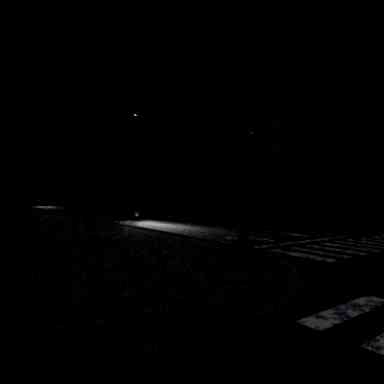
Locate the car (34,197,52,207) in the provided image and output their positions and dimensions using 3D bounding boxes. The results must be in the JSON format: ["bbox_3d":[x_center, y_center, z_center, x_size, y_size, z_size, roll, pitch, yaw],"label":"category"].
[{"bbox_3d":[-23.171,1.535,51.655,1.994,1.385,4.181,1,0,-36],"label":"car"}]

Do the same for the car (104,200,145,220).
[{"bbox_3d":[-5.584,1.452,27.113,2.128,1.511,4.902,1,0,-36],"label":"car"}]
